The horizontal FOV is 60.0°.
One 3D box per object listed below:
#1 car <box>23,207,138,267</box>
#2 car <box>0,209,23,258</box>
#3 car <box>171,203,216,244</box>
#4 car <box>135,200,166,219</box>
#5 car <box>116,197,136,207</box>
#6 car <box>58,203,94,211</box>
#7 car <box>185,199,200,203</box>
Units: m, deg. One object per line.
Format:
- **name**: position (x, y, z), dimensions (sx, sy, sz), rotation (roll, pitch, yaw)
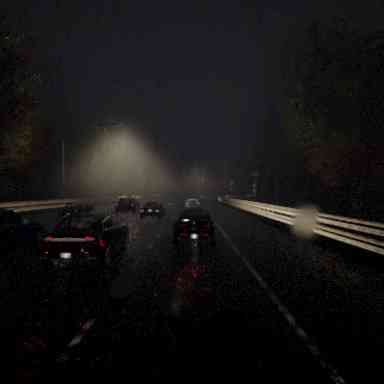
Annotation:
- **car**: position (-3.407, 1.499, 11.394), dimensions (2.128, 1.511, 4.902), rotation (0, 0, 0)
- **car**: position (-6.906, 1.357, 11.465), dimensions (2.097, 1.767, 4.553), rotation (0, 0, 0)
- **car**: position (0.091, 1.518, 15.848), dimensions (1.837, 1.490, 4.892), rotation (0, 0, 0)
- **car**: position (-3.415, 1.568, 29.489), dimensions (2.033, 1.411, 5.357), rotation (0, 0, 0)
- **car**: position (-6.921, 1.376, 36.520), dimensions (2.097, 1.767, 4.553), rotation (0, 0, 0)
- **car**: position (-10.417, 1.620, 30.379), dimensions (1.895, 1.301, 4.718), rotation (0, 0, 0)
- **car**: position (0.076, 1.555, 40.181), dimensions (1.812, 1.442, 4.674), rotation (0, 0, 0)
